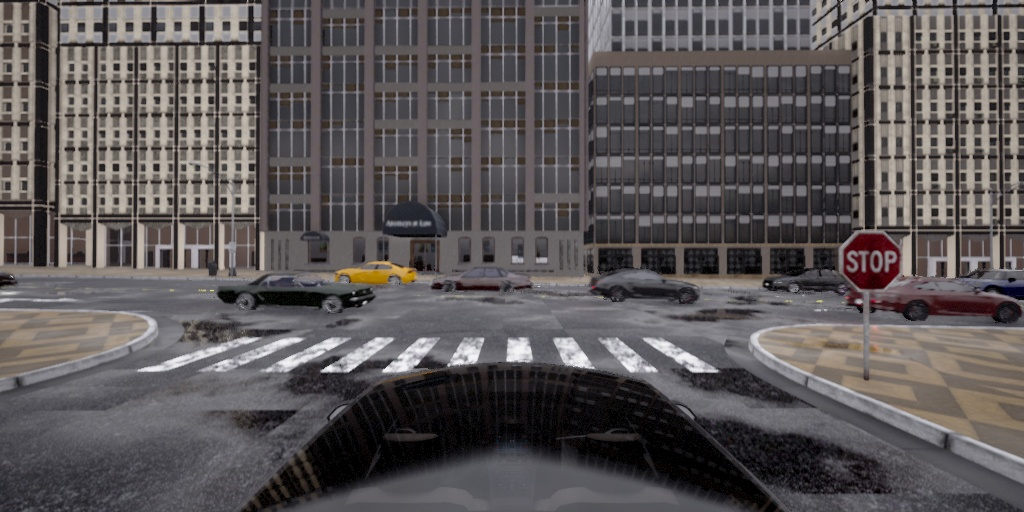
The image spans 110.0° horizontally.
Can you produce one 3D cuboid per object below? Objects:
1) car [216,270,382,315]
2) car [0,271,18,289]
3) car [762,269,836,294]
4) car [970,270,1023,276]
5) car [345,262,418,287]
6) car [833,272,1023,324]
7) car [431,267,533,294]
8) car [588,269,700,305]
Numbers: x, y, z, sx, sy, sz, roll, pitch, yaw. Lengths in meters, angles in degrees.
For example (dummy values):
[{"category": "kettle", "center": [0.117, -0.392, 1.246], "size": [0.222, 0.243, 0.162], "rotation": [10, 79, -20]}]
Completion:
[{"category": "car", "center": [-7.405, 1.265, 12.683], "size": [4.718, 1.301, 1.895], "rotation": [2, -1, 1]}, {"category": "car", "center": [-26.014, 0.838, 16.185], "size": [5.357, 1.411, 2.033], "rotation": [1, 0, 1]}, {"category": "car", "center": [18.301, 1.560, 22.263], "size": [4.892, 1.490, 1.837], "rotation": [1, 0, 1]}, {"category": "car", "center": [25.456, 1.501, 18.912], "size": [4.553, 1.767, 2.097], "rotation": [1, 0, 1]}, {"category": "car", "center": [-8.519, 1.104, 22.632], "size": [5.008, 1.535, 1.882], "rotation": [1, 0, 1]}, {"category": "car", "center": [14.401, 1.450, 12.426], "size": [4.674, 1.442, 1.812], "rotation": [1, 0, 1]}, {"category": "car", "center": [-1.559, 1.277, 19.292], "size": [5.357, 1.411, 2.033], "rotation": [0, 0, 1]}, {"category": "car", "center": [5.708, 1.300, 15.730], "size": [4.674, 1.442, 1.812], "rotation": [1, -1, 1]}]
